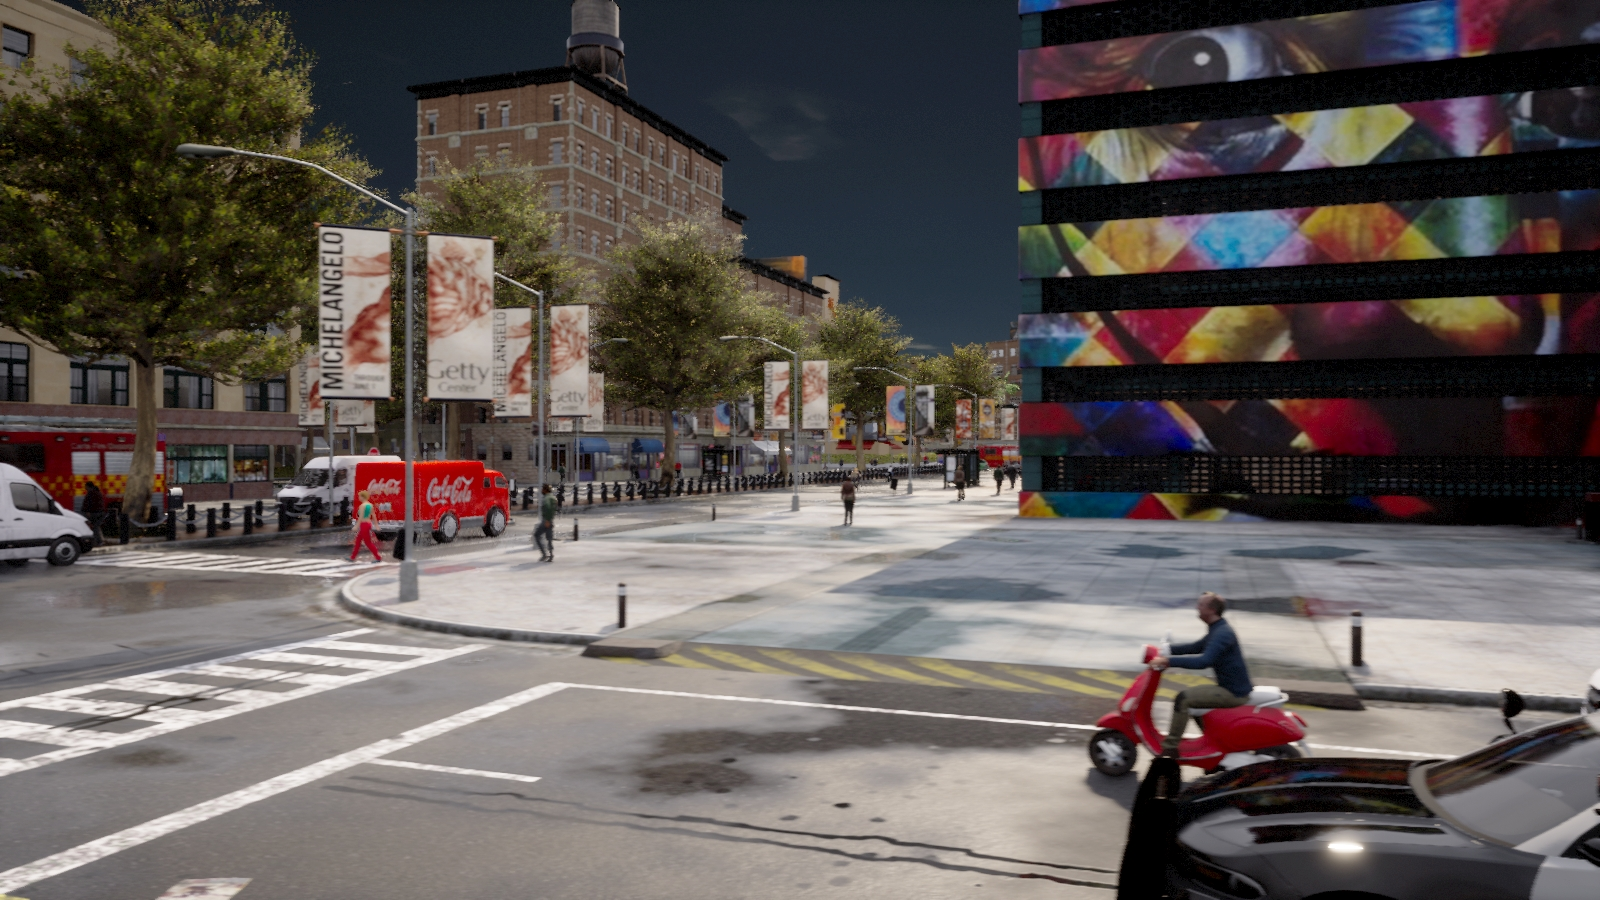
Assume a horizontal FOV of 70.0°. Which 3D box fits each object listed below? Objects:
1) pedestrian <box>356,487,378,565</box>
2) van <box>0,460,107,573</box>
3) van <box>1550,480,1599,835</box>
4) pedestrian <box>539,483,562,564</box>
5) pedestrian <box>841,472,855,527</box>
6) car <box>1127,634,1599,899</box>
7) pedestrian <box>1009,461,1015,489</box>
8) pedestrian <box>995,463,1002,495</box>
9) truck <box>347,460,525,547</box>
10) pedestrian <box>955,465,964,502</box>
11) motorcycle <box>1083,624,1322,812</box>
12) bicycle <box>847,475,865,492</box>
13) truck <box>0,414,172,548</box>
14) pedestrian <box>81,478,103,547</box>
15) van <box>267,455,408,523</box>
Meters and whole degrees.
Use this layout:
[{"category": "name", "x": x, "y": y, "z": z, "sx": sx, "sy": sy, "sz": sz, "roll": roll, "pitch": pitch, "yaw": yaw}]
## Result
[{"category": "pedestrian", "x": -10.583, "y": 1.851, "z": 27.950, "sx": 0.375, "sy": 1.860, "sz": 0.375, "roll": 0, "pitch": 0, "yaw": 5}, {"category": "van", "x": -19.408, "y": 1.537, "z": 26.269, "sx": 1.988, "sy": 2.561, "sz": 5.915, "roll": 0, "pitch": 0, "yaw": 23}, {"category": "van", "x": 8.722, "y": 1.534, "z": 7.614, "sx": 5.915, "sy": 2.561, "sz": 1.988, "roll": 0, "pitch": 0, "yaw": 19}, {"category": "pedestrian", "x": -5.800, "y": 1.698, "z": 26.567, "sx": 0.375, "sy": 1.860, "sz": 0.375, "roll": 0, "pitch": 0, "yaw": 18}, {"category": "pedestrian", "x": 1.663, "y": 1.700, "z": 39.491, "sx": 0.375, "sy": 1.860, "sz": 0.375, "roll": 0, "pitch": 0, "yaw": 18}, {"category": "car", "x": 4.326, "y": 1.982, "z": 5.369, "sx": 5.238, "sy": 1.638, "sz": 2.097, "roll": 0, "pitch": 0, "yaw": 20}, {"category": "pedestrian", "x": 14.220, "y": 1.698, "z": 76.630, "sx": 0.375, "sy": 1.860, "sz": 0.375, "roll": 0, "pitch": 0, "yaw": 15}, {"category": "pedestrian", "x": 11.611, "y": 1.698, "z": 66.751, "sx": 0.375, "sy": 1.860, "sz": 0.375, "roll": 0, "pitch": 0, "yaw": 19}, {"category": "truck", "x": -11.220, "y": 1.568, "z": 35.695, "sx": 2.627, "sy": 2.467, "sz": 5.204, "roll": 0, "pitch": 0, "yaw": 21}, {"category": "pedestrian", "x": 8.112, "y": 1.699, "z": 58.228, "sx": 0.375, "sy": 1.860, "sz": 0.375, "roll": 0, "pitch": 0, "yaw": 24}, {"category": "motorcycle", "x": 3.339, "y": 2.182, "z": 9.546, "sx": 1.805, "sy": 1.236, "sz": 0.856, "roll": 0, "pitch": 0, "yaw": 20}, {"category": "bicycle", "x": 3.786, "y": 2.259, "z": 76.967, "sx": 0.859, "sy": 1.080, "sz": 1.487, "roll": 0, "pitch": 0, "yaw": 20}, {"category": "truck", "x": -23.793, "y": 0.894, "z": 34.685, "sx": 2.891, "sy": 3.827, "sz": 8.468, "roll": 0, "pitch": 0, "yaw": 20}, {"category": "pedestrian", "x": -19.343, "y": 1.707, "z": 31.236, "sx": 0.375, "sy": 1.860, "sz": 0.375, "roll": 0, "pitch": 0, "yaw": -2}, {"category": "van", "x": -19.114, "y": 1.537, "z": 47.617, "sx": 1.988, "sy": 2.561, "sz": 5.915, "roll": 0, "pitch": 0, "yaw": 20}]
